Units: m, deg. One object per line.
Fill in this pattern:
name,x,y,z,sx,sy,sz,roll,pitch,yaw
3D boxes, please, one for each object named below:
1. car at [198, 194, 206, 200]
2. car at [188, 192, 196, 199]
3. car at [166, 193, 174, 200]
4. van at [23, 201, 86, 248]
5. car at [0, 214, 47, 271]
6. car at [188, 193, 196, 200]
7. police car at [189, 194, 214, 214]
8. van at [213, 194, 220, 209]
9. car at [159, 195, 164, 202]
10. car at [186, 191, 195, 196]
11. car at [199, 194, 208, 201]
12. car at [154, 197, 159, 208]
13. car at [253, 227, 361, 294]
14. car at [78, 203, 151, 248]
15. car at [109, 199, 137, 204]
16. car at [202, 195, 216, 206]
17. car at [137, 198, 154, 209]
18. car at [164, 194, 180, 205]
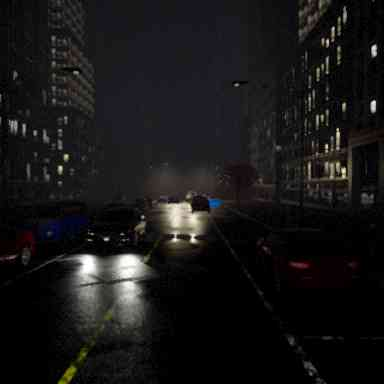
car,2.640,1.310,87.194,1.947,1.339,4.313,-1,0,0
car,0.869,1.205,44.292,2.097,1.767,4.553,0,0,0
car,-5.743,1.184,87.190,1.967,1.590,4.097,-1,0,0
van,-5.712,1.290,14.065,1.690,1.788,3.998,-1,0,0
car,-5.706,1.513,8.441,1.887,1.381,4.507,-1,0,0
car,-0.037,1.086,84.354,1.882,1.535,5.008,0,0,0
police car,0.884,1.307,34.429,1.930,1.638,5.238,0,0,0
van,2.655,1.200,42.195,1.690,1.788,3.998,-1,0,0
car,-5.731,1.348,64.691,2.008,1.369,4.403,-1,0,0
car,-0.031,0.887,69.563,2.150,2.045,5.566,0,0,0
car,2.644,1.295,76.116,1.752,1.417,4.829,-1,0,0
car,-5.721,1.409,42.191,2.008,1.369,4.403,-1,0,0
car,2.675,1.551,8.445,1.802,1.307,4.206,-1,0,0
car,-3.106,1.452,14.473,1.837,1.490,4.892,0,0,0
car,-5.713,1.455,25.315,1.887,1.381,4.507,-1,0,0
car,2.652,1.267,53.445,1.967,1.590,4.097,-1,0,0
car,-5.718,1.426,36.567,2.008,1.369,4.403,-1,0,0
car,-3.087,1.297,56.008,1.882,1.535,5.008,0,0,0
